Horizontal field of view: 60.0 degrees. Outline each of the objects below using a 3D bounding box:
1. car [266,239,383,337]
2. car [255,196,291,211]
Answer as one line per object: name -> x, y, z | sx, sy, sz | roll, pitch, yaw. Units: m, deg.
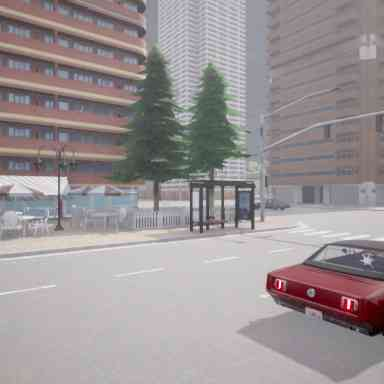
car -> 3.697, 1.601, 6.444 | 4.718, 1.301, 1.895 | 0, 0, -36
car -> 10.037, 1.603, 42.725 | 2.033, 1.411, 5.357 | 0, 0, -36
